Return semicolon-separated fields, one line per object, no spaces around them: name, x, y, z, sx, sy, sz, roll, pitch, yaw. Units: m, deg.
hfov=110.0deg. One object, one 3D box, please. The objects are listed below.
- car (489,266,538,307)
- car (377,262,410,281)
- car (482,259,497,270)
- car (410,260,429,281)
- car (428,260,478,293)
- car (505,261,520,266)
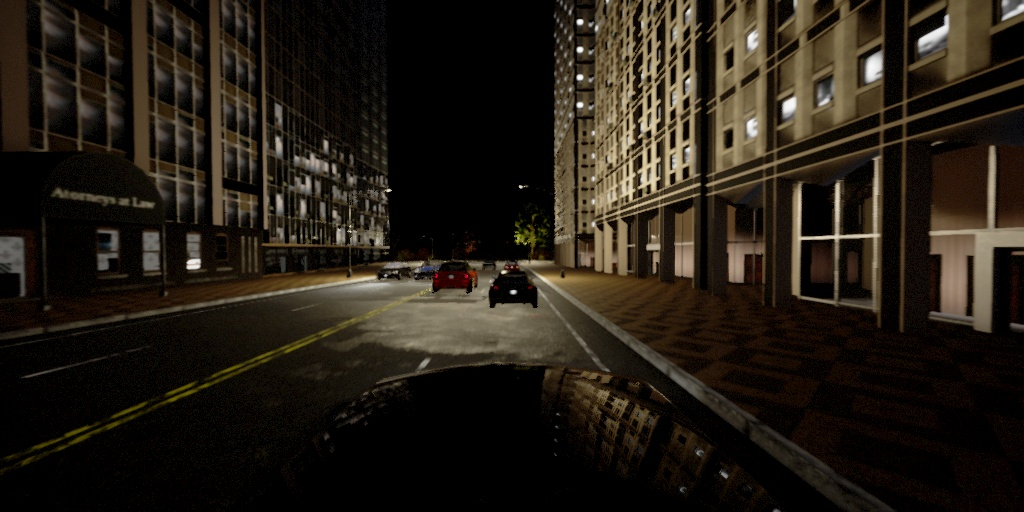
car;0.056;1.319;15.498;1.994;1.385;4.181;0;0;0
car;-9.915;1.279;30.647;2.128;1.511;4.902;0;0;0
car;-3.279;1.249;52.452;2.128;1.511;4.902;0;0;0
car;-6.663;1.129;29.963;2.097;1.767;4.553;0;0;0
car;-3.197;1.118;20.953;2.097;1.767;4.553;0;0;0
car;-0.002;1.299;42.476;2.033;1.411;5.357;0;0;0
